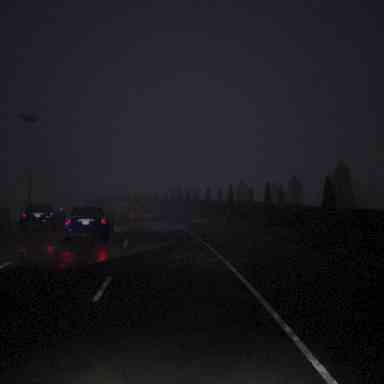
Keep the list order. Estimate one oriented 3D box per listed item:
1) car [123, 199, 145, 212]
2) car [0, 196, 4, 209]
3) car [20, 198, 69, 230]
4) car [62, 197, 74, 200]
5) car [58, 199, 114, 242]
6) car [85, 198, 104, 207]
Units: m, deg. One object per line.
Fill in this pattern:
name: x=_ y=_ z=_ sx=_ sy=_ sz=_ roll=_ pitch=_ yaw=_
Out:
car: x=-7.274 y=1.648 z=41.068 sx=1.801 sy=1.575 sz=5.366 roll=0 pitch=0 yaw=-23
car: x=-22.235 y=1.436 z=36.788 sx=2.150 sy=2.045 sz=5.566 roll=0 pitch=0 yaw=-24
car: x=-9.818 y=1.473 z=22.180 sx=2.097 sy=1.767 sz=4.553 roll=0 pitch=0 yaw=-13
car: x=-26.343 y=1.717 z=69.635 sx=1.837 sy=1.490 sz=4.892 roll=0 pitch=0 yaw=-43
car: x=-5.233 y=1.440 z=17.318 sx=2.097 sy=1.767 sz=4.553 roll=0 pitch=0 yaw=-10
car: x=-16.715 y=1.810 z=56.763 sx=1.812 sy=1.442 sz=4.674 roll=0 pitch=0 yaw=-34
